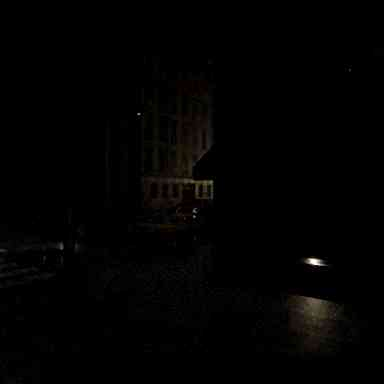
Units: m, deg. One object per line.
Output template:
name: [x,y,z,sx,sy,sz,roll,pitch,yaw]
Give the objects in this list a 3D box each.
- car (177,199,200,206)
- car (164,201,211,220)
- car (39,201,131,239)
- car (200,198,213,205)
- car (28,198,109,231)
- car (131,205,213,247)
car: [0.693,1.321,25.934,2.097,1.767,4.553,0,0,35]
car: [-0.313,1.521,28.899,1.947,1.339,4.313,0,0,36]
car: [-5.141,1.457,17.765,1.882,1.535,5.008,0,0,34]
car: [2.913,1.314,19.604,2.192,1.841,5.009,0,0,36]
car: [-6.913,1.282,19.656,2.192,1.841,5.009,0,0,36]
car: [-0.290,1.530,15.123,1.752,1.417,4.829,0,0,36]
